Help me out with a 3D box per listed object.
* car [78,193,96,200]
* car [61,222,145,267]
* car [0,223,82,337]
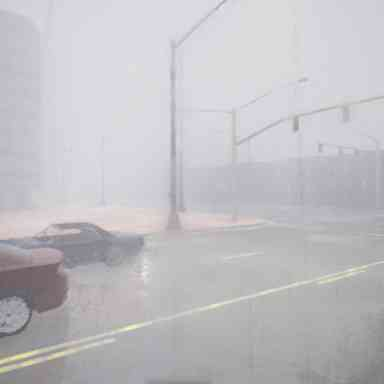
[{"bbox_3d":[-28.214,1.159,89.540,4.553,1.767,2.097,0,0,20],"label":"car"},{"bbox_3d":[-3.896,1.591,9.790,4.718,1.301,1.895,0,0,-35],"label":"car"},{"bbox_3d":[-4.523,1.481,5.055,5.008,1.535,1.882,0,0,-35],"label":"car"}]
